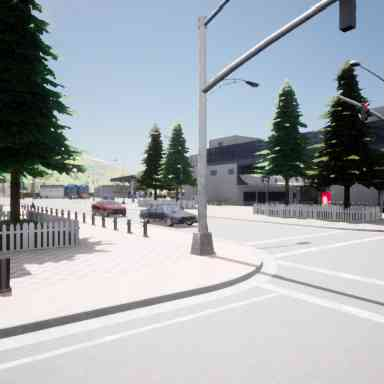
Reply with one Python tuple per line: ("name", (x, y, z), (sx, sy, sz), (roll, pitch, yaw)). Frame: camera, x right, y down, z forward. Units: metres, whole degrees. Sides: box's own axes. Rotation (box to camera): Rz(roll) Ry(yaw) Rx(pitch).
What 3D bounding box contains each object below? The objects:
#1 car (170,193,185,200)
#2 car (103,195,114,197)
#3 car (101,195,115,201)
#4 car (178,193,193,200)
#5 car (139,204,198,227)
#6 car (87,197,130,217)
("car", (-3.868, 1.117, 85.957), (1.932, 1.855, 4.605), (0, 0, -37))
("car", (-18.888, 1.392, 75.014), (1.845, 1.501, 3.633), (0, 0, -37))
("car", (-20.906, 1.403, 82.752), (1.970, 1.475, 3.806), (0, 0, -37))
("car", (-1.777, 1.097, 88.017), (1.905, 1.878, 3.866), (0, 0, -37))
("car", (-1.791, 1.564, 23.251), (2.033, 1.411, 5.357), (0, 0, -37))
("car", (-7.885, 1.494, 31.342), (1.882, 1.535, 5.008), (0, 0, -37))
